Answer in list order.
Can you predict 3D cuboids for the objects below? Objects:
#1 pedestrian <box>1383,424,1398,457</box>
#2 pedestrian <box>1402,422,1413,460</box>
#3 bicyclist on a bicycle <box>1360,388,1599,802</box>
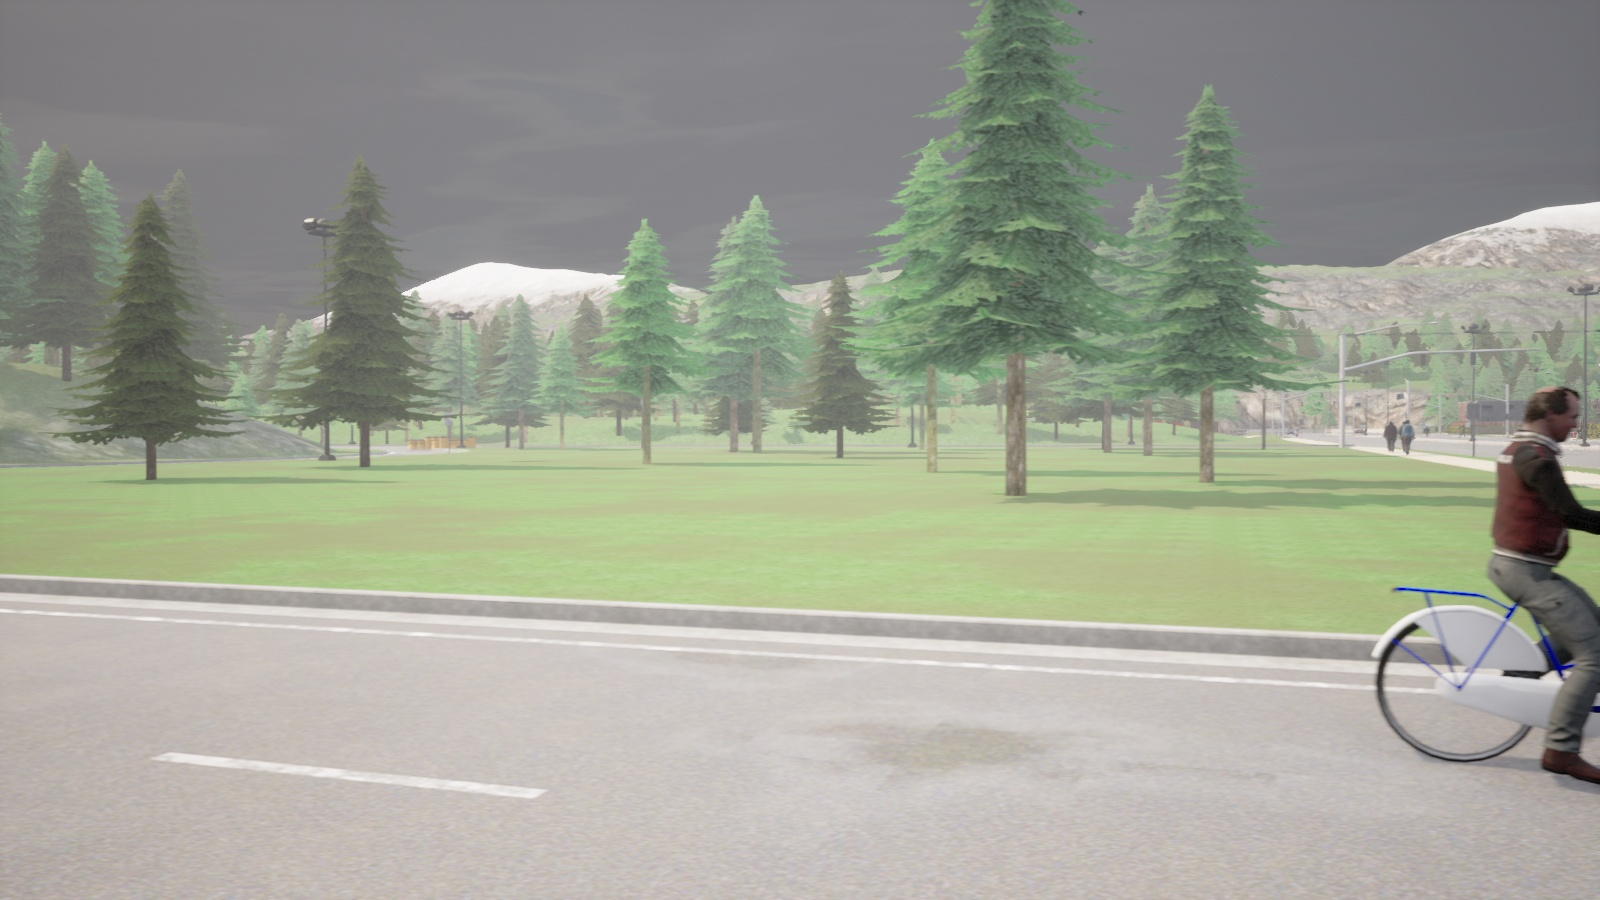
[{"bbox_3d":[32.901,-0.533,69.974,0.634,1.844,0.899,1,1,18],"label":"pedestrian"},{"bbox_3d":[31.025,-0.447,64.124,0.396,1.930,0.692,1,1,20],"label":"pedestrian"},{"bbox_3d":[3.575,0.619,5.681,1.843,1.776,0.659,0,1,19],"label":"bicyclist on a bicycle"}]
